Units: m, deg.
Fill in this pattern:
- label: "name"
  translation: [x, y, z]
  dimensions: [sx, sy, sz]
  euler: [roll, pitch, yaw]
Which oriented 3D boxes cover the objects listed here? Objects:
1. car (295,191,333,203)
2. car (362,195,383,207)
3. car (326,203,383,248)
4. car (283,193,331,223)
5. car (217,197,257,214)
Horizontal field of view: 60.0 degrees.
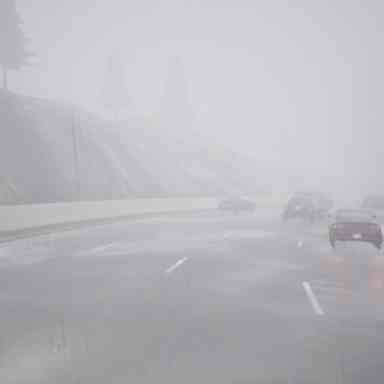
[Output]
- label: "car"
  translation: [12.314, 0.930, 33.910]
  dimensions: [5.566, 2.045, 2.150]
  euler: [0, 1, -44]
- label: "car"
  translation: [20.659, 1.072, 36.871]
  dimensions: [4.553, 1.767, 2.097]
  euler: [0, 1, -43]
- label: "car"
  translation: [6.866, 1.410, 14.260]
  dimensions: [1.812, 1.442, 4.674]
  euler: [0, 1, 22]
- label: "car"
  translation: [8.103, 1.146, 23.643]
  dimensions: [2.097, 1.767, 4.553]
  euler: [1, 1, 33]
- label: "car"
  translation: [4.237, 1.195, 30.576]
  dimensions: [2.128, 1.511, 4.902]
  euler: [1, 1, 38]
